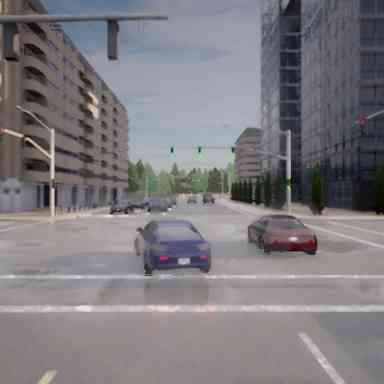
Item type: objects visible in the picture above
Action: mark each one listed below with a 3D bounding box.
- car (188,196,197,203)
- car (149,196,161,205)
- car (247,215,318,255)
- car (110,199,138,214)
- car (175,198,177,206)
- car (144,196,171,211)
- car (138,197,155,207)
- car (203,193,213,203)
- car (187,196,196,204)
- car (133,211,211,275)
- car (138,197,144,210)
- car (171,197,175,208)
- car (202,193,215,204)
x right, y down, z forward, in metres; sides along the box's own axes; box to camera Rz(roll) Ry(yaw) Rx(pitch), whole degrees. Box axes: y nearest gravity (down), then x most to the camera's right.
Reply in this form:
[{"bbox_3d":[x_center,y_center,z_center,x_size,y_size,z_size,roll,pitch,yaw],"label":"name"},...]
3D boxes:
[{"bbox_3d":[0.108,1.651,77.469,2.128,1.511,4.902,0,0,1],"label":"car"},{"bbox_3d":[-7.063,1.608,63.797,1.837,1.490,4.892,0,0,1],"label":"car"},{"bbox_3d":[3.523,1.613,13.633,1.994,1.385,4.181,0,0,-1],"label":"car"},{"bbox_3d":[-7.421,1.563,35.729,1.837,1.490,4.892,0,0,1],"label":"car"},{"bbox_3d":[-3.633,1.643,58.639,2.033,1.411,5.357,0,0,1],"label":"car"},{"bbox_3d":[-3.906,1.415,38.684,2.097,1.767,4.553,0,0,0],"label":"car"},{"bbox_3d":[-7.241,1.565,53.439,1.882,1.535,5.008,0,0,1],"label":"car"},{"bbox_3d":[3.609,1.351,77.490,2.150,2.045,5.566,0,0,1],"label":"car"},{"bbox_3d":[-0.019,1.657,67.125,2.033,1.411,5.357,0,0,1],"label":"car"},{"bbox_3d":[-0.734,1.563,10.564,1.812,1.442,4.674,1,0,-14],"label":"car"},{"bbox_3d":[-7.367,1.637,44.623,1.994,1.385,4.181,0,0,2],"label":"car"},{"bbox_3d":[-3.835,1.604,48.171,1.812,1.442,4.674,0,0,1],"label":"car"},{"bbox_3d":[3.482,1.462,67.328,2.097,1.767,4.553,0,0,1],"label":"car"}]
